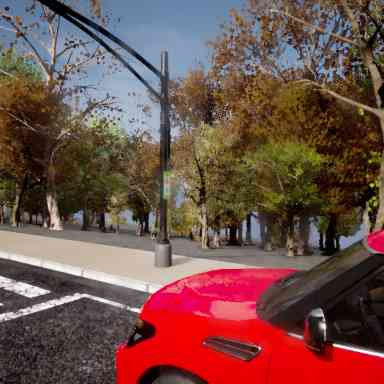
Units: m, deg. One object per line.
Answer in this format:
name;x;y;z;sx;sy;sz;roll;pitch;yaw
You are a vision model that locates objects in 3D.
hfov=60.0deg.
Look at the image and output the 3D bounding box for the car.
car;1.984;1.222;2.298;5.566;2.045;2.150;0;0;34
